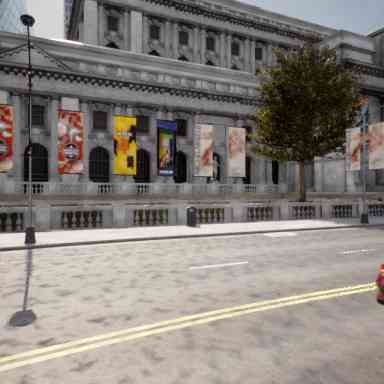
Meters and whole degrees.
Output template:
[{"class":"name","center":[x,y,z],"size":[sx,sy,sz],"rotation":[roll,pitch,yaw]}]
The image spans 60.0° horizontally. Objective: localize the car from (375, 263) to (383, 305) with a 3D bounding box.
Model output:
[{"class":"car","center":[5.466,1.526,6.239],"size":[4.674,1.442,1.812],"rotation":[0,0,-27]}]
